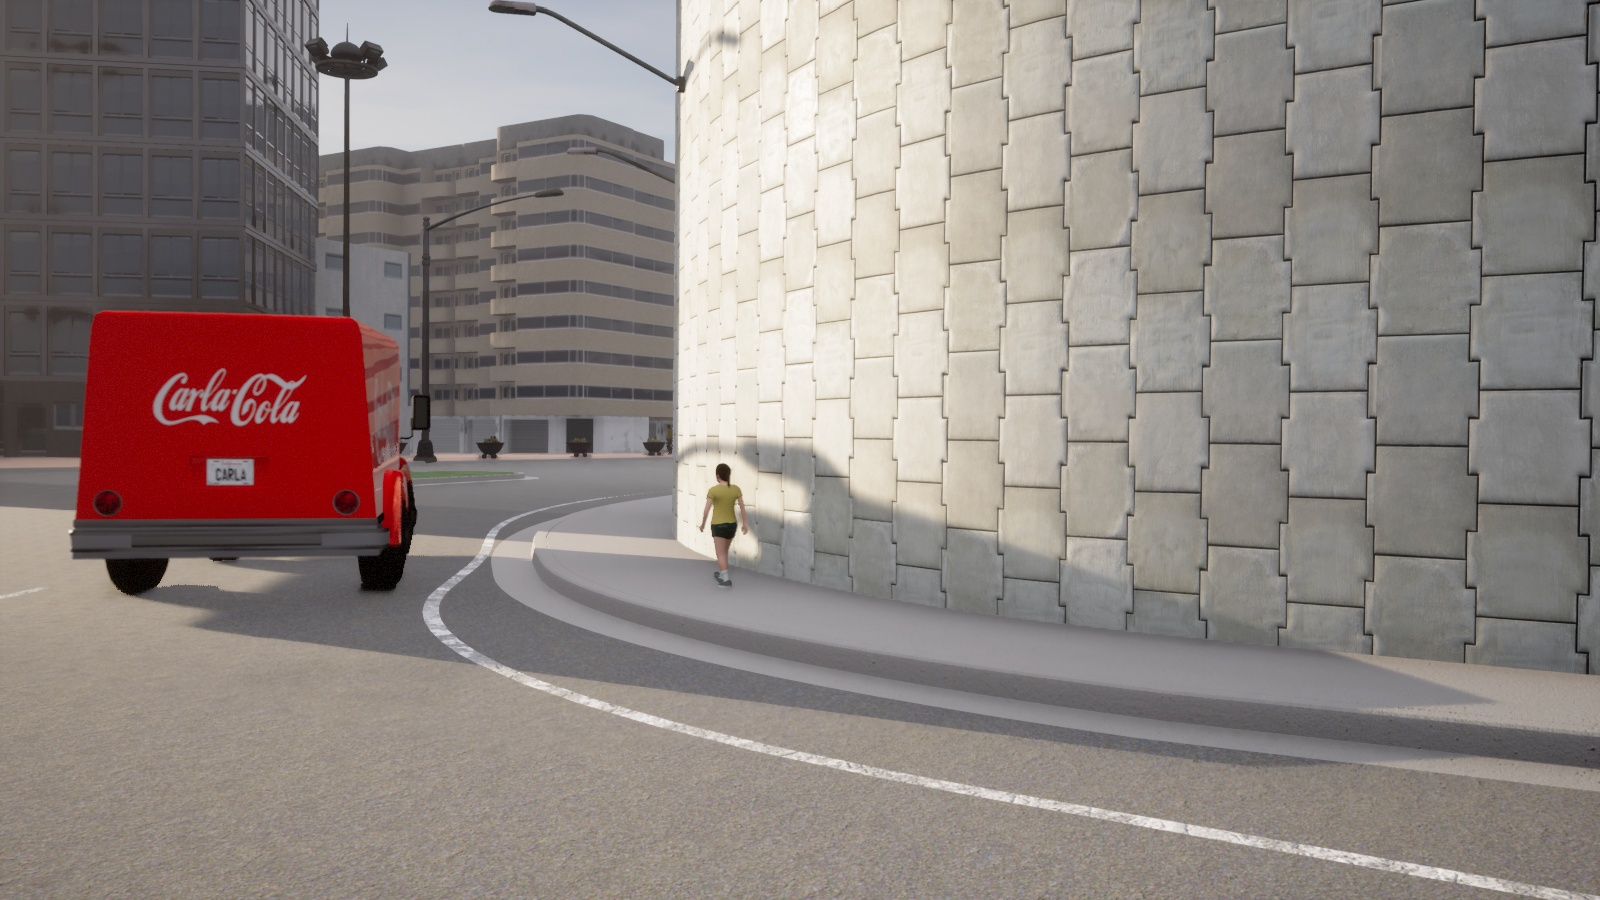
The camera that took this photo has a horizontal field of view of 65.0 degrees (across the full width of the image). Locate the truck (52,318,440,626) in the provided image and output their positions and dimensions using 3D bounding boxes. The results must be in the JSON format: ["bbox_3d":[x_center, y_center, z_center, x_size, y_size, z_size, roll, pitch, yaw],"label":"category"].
[{"bbox_3d":[-5.243,0.120,12.884,2.627,2.467,5.204,-1,1,-12],"label":"truck"}]

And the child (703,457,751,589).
[{"bbox_3d":[-0.638,0.624,10.889,0.255,1.110,0.394,-1,1,-30],"label":"child"}]
